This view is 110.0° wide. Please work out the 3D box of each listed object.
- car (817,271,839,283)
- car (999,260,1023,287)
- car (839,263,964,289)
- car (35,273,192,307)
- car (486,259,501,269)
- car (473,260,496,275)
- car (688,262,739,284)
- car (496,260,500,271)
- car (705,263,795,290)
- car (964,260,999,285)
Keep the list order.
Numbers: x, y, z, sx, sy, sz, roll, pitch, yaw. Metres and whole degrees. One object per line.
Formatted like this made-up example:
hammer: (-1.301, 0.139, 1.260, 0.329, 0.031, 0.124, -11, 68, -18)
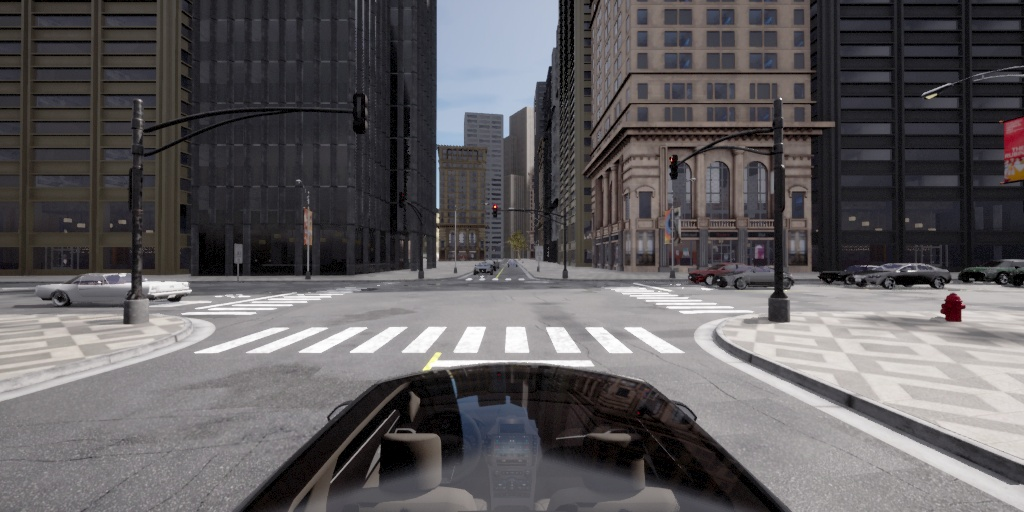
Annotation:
car: (24.251, 1.316, 24.934, 4.718, 1.301, 1.895, 0, 0, 0)
car: (33.351, 1.021, 21.679, 4.553, 1.767, 2.097, 0, 0, 0)
car: (23.391, 1.184, 21.680, 4.902, 1.511, 2.128, 0, 0, 0)
car: (-16.375, 1.366, 14.947, 4.718, 1.301, 1.895, 0, 0, 0)
car: (-3.045, 1.341, 59.676, 2.128, 1.511, 4.902, 0, 0, 0)
car: (-3.052, 1.361, 39.116, 1.994, 1.385, 4.181, 0, 0, -1)
car: (14.907, 1.216, 24.927, 5.008, 1.535, 1.882, 0, 0, 0)
car: (-3.056, 1.296, 48.350, 1.882, 1.535, 5.008, 0, 0, 0)
car: (14.480, 1.279, 21.671, 4.181, 1.385, 1.994, 0, 0, 0)
car: (34.218, 1.043, 24.929, 4.553, 1.767, 2.097, 0, 0, 0)
